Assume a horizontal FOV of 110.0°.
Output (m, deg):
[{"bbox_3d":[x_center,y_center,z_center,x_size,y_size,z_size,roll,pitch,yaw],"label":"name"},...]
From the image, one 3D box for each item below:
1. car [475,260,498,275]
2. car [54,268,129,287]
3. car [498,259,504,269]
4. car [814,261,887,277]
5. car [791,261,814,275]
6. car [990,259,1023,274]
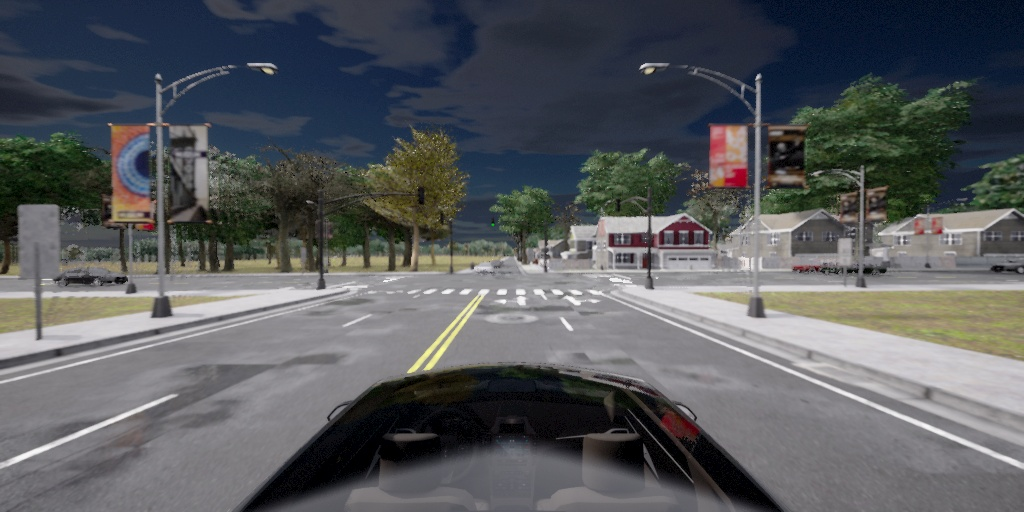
[{"bbox_3d":[-2.942,1.428,40.154,1.812,1.442,4.674,0,-1,1],"label":"car"},{"bbox_3d":[-34.749,1.724,29.669,4.892,1.490,1.837,-1,1,1],"label":"car"},{"bbox_3d":[-2.845,1.505,63.224,1.837,1.490,4.892,0,2,0],"label":"car"},{"bbox_3d":[30.827,1.197,32.575,4.718,1.301,1.895,0,1,1],"label":"car"},{"bbox_3d":[30.806,1.146,35.823,4.718,1.301,1.895,0,1,1],"label":"car"},{"bbox_3d":[50.702,0.989,35.569,4.892,1.490,1.837,0,1,0],"label":"car"}]
